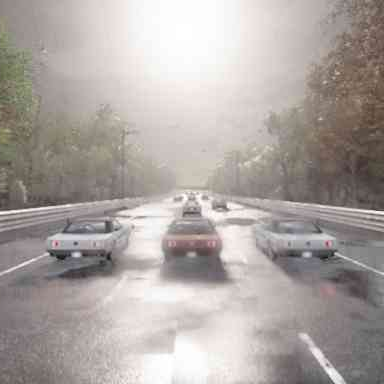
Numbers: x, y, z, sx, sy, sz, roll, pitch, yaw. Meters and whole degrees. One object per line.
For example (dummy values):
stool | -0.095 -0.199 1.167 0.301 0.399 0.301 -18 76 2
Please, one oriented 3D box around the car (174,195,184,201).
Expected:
car | -3.503 1.514 81.441 2.128 1.511 4.902 0 0 0

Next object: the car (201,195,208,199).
car | 3.497 1.476 91.935 1.837 1.490 4.892 0 0 0

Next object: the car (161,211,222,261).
car | -0.001 1.609 12.322 1.895 1.301 4.718 0 0 0

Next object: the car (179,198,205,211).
car | -0.003 1.559 31.388 2.033 1.411 5.357 0 0 0

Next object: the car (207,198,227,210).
car | 3.496 1.556 43.386 2.033 1.411 5.357 0 0 0

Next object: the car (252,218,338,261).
car | 3.498 1.608 12.321 1.895 1.301 4.718 0 0 0

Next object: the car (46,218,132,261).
car | -3.502 1.610 12.321 1.895 1.301 4.718 0 0 0

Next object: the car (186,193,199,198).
car | -0.003 1.518 75.403 1.812 1.442 4.674 0 0 0
